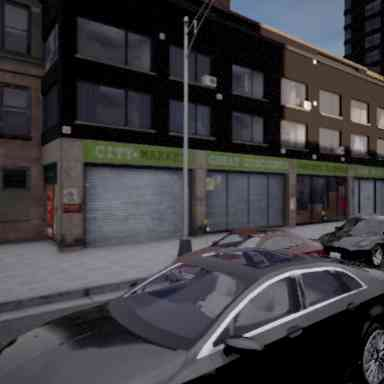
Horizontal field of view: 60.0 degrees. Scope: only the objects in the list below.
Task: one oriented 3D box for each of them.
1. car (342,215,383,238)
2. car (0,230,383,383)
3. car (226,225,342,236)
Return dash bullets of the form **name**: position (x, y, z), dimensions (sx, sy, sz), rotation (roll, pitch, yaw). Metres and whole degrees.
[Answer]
- **car**: position (5.998, 1.476, 11.056), dimensions (4.313, 1.339, 1.947), rotation (-1, 1, -35)
- **car**: position (0.438, 1.473, 3.678), dimensions (4.902, 1.511, 2.128), rotation (-1, 0, -35)
- **car**: position (1.450, 1.537, 7.814), dimensions (4.206, 1.307, 1.802), rotation (-1, 1, -35)
